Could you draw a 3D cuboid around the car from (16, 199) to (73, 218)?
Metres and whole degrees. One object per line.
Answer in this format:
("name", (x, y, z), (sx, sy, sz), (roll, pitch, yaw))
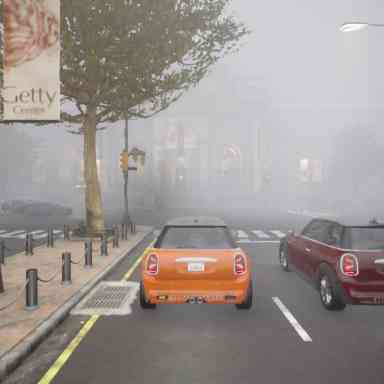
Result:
("car", (-12.866, 1.564, 29.605), (4.181, 1.385, 1.994), (0, 0, 0))

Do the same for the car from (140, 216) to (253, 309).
("car", (0.086, 1.352, 8.030), (2.097, 1.767, 4.553), (0, 0, 0))

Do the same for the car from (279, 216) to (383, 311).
("car", (3.585, 1.352, 7.933), (2.097, 1.767, 4.553), (0, 0, 0))

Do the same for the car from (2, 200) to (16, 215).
("car", (-16.224, 1.491, 33.123), (4.902, 1.511, 2.128), (0, 0, 0))
